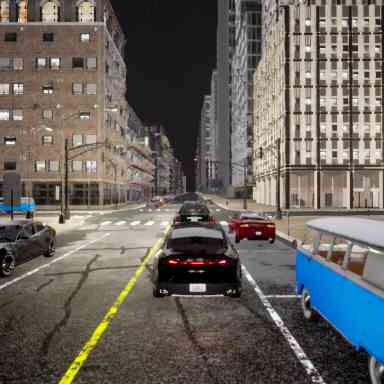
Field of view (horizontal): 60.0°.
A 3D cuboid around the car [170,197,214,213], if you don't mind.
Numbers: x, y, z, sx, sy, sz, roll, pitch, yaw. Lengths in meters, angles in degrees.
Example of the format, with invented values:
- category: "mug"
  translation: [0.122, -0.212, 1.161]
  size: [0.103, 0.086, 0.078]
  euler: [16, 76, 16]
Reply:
- category: "car"
  translation: [0.085, 1.352, 17.608]
  size: [2.097, 1.767, 4.553]
  euler: [0, 0, -1]

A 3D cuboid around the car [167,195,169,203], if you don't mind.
- category: "car"
  translation: [-5.630, 1.562, 59.541]
  size: [1.802, 1.307, 4.206]
  euler: [1, 0, 0]

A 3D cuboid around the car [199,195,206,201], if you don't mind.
- category: "car"
  translation: [2.776, 1.474, 87.960]
  size: [1.752, 1.417, 4.829]
  euler: [1, 0, 0]

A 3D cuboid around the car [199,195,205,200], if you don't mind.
- category: "car"
  translation: [2.779, 1.524, 93.441]
  size: [1.802, 1.307, 4.206]
  euler: [1, 0, 0]

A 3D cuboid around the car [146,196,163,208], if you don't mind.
- category: "car"
  translation: [-5.640, 1.573, 48.237]
  size: [1.802, 1.307, 4.206]
  euler: [1, 0, 0]

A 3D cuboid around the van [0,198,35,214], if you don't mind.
- category: "van"
  translation: [-19.705, 1.525, 37.119]
  size: [3.998, 1.788, 1.690]
  euler: [0, 0, 1]

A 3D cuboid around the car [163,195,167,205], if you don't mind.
- category: "car"
  translation: [-5.633, 1.426, 53.890]
  size: [1.967, 1.590, 4.097]
  euler: [1, 0, 0]

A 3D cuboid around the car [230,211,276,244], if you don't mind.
- category: "car"
  translation: [2.712, 1.545, 15.786]
  size: [1.887, 1.381, 4.507]
  euler: [1, 0, 0]

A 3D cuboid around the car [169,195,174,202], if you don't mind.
- category: "car"
  translation: [-5.620, 1.519, 70.843]
  size: [2.008, 1.369, 4.403]
  euler: [1, 0, 0]

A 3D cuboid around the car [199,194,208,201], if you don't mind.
- category: "car"
  translation: [2.772, 1.396, 82.139]
  size: [1.967, 1.590, 4.097]
  euler: [1, 0, 0]

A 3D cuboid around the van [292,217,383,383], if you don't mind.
- category: "van"
  translation: [2.705, 1.342, 4.632]
  size: [1.690, 1.788, 3.998]
  euler: [1, 0, 0]

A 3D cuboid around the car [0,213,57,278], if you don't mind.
- category: "car"
  translation: [-5.673, 1.567, 10.222]
  size: [1.947, 1.339, 4.313]
  euler: [1, 0, 0]

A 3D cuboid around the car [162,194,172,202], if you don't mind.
- category: "car"
  translation: [-5.613, 1.402, 76.495]
  size: [1.967, 1.590, 4.097]
  euler: [1, 0, 0]

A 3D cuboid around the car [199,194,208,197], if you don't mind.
- category: "car"
  translation: [2.751, 1.531, 59.532]
  size: [2.008, 1.369, 4.403]
  euler: [1, 0, 0]

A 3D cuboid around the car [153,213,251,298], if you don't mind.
- category: "car"
  translation: [0.108, 1.506, 8.515]
  size: [1.837, 1.490, 4.892]
  euler: [0, 0, 0]

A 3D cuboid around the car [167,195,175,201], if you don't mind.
- category: "car"
  translation: [-5.605, 1.475, 87.629]
  size: [1.752, 1.417, 4.829]
  euler: [1, 0, 0]
